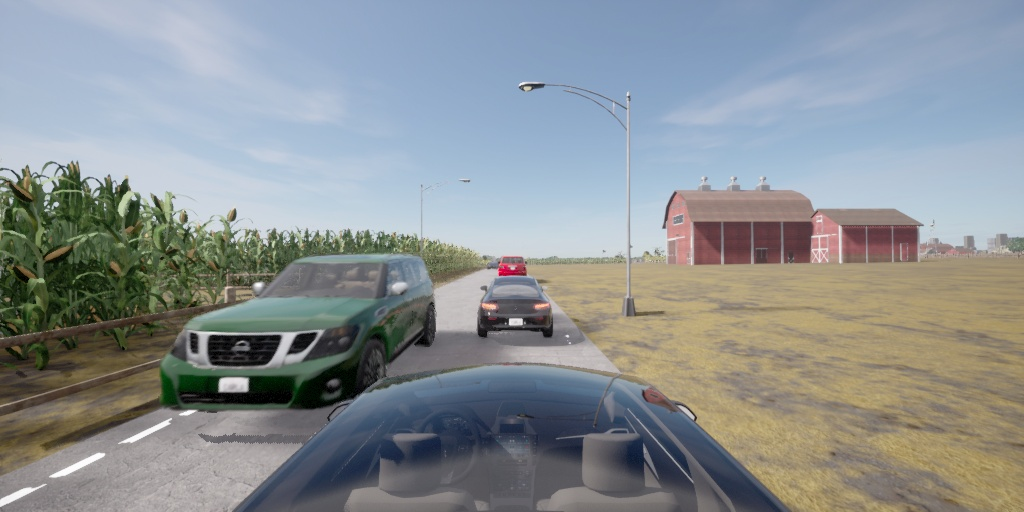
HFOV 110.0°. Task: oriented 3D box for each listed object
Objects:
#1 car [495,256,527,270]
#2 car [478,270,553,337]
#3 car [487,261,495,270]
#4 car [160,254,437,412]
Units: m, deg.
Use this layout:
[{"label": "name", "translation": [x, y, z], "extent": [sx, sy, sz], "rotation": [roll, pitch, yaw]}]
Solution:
[{"label": "car", "translation": [0.045, 0.995, 28.635], "extent": [2.150, 2.045, 5.566], "rotation": [0, 0, 0]}, {"label": "car", "translation": [0.071, 1.280, 10.150], "extent": [1.812, 1.442, 4.674], "rotation": [0, 0, 0]}, {"label": "car", "translation": [-2.873, 1.515, 56.509], "extent": [1.994, 1.385, 4.181], "rotation": [0, -1, 0]}, {"label": "car", "translation": [-2.859, 0.973, 6.442], "extent": [2.150, 2.045, 5.566], "rotation": [0, 0, 0]}]
